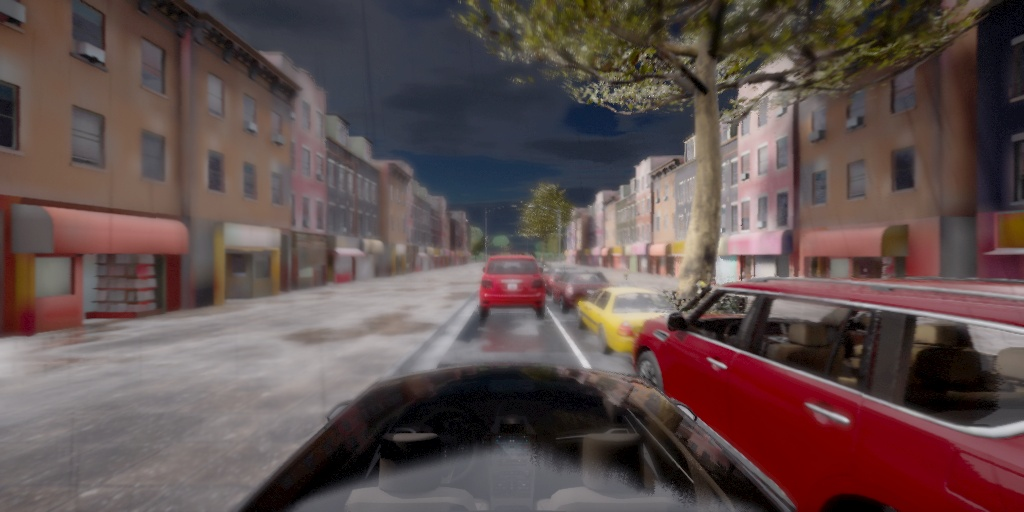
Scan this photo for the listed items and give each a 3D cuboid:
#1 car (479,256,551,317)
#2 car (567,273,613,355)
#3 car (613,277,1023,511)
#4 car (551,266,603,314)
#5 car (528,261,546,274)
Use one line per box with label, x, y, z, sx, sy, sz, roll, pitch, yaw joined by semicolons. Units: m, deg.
car;0.032;1.007;13.462;2.150;2.045;5.566;0;0;0
car;2.637;1.295;8.571;1.751;1.417;4.829;0;0;0
car;2.637;1.068;2.855;2.192;1.841;5.009;0;0;0
car;2.636;1.225;13.947;1.967;1.591;4.097;0;0;0
car;3.021;1.360;43.958;1.812;1.442;4.674;0;0;0
